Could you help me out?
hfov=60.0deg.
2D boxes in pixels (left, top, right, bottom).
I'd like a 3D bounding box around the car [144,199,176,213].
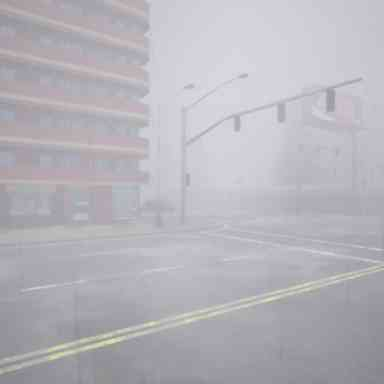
[{"bbox_3d":[-3.652,1.529,36.988,1.837,1.490,4.892,0,0,-35],"label":"car"}]
